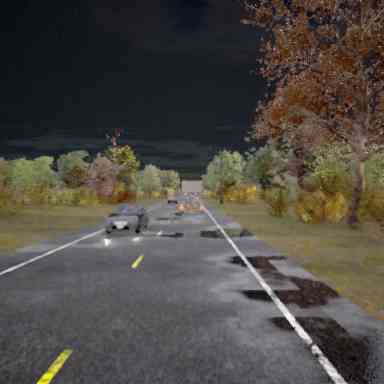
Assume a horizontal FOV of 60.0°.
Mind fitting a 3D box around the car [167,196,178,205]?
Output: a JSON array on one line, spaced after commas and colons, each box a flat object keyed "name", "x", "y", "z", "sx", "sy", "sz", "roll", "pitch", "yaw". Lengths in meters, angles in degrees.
[{"name": "car", "x": -3.531, "y": 1.463, "z": 60.411, "sx": 1.882, "sy": 1.535, "sz": 5.008, "roll": 0, "pitch": 0, "yaw": 1}]

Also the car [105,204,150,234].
[{"name": "car", "x": -3.597, "y": 1.484, "z": 19.139, "sx": 2.128, "sy": 1.511, "sz": 4.902, "roll": 0, "pitch": 0, "yaw": 0}]

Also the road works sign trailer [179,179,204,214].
[{"name": "road works sign trailer", "x": 0.003, "y": 0.454, "z": 34.913, "sx": 2.380, "sy": 3.560, "sz": 2.880, "roll": 0, "pitch": 0, "yaw": 0}]
